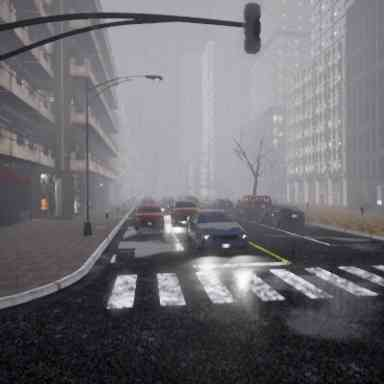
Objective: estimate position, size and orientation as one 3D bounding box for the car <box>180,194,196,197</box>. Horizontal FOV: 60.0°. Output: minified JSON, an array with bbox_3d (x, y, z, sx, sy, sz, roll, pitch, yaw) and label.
[{"bbox_3d":[-0.171,1.272,45.134,1.882,1.535,5.008,0,0,-7],"label":"car"}]

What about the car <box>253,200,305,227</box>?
[{"bbox_3d":[5.710,1.432,21.446,1.947,1.339,4.313,0,0,-8],"label":"car"}]

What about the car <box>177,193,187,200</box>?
[{"bbox_3d":[-2.444,1.104,81.647,1.967,1.590,4.097,0,0,-8],"label":"car"}]

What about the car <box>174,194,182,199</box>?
[{"bbox_3d":[-3.927,1.186,92.594,2.008,1.369,4.403,0,0,-8],"label":"car"}]

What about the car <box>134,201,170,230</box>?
[{"bbox_3d":[-2.594,1.468,20.322,1.887,1.381,4.507,0,0,-8],"label":"car"}]

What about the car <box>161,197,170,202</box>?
[{"bbox_3d":[-1.831,1.456,33.999,1.895,1.301,4.718,0,0,-8],"label":"car"}]

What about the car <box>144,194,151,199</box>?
[{"bbox_3d":[-12.232,1.237,91.470,1.887,1.381,4.507,0,0,-8],"label":"car"}]

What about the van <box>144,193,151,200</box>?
[{"bbox_3d":[-11.491,1.048,85.996,1.690,1.788,3.998,0,0,-8],"label":"van"}]

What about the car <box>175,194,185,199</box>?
[{"bbox_3d":[-3.185,1.201,87.121,2.008,1.369,4.403,0,0,-8],"label":"car"}]

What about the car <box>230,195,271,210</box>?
[{"bbox_3d":[4.969,1.160,26.918,2.192,1.841,5.009,0,0,-8],"label":"car"}]

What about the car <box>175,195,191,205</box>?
[{"bbox_3d":[-1.581,1.307,55.207,2.033,1.411,5.357,0,0,-8],"label":"car"}]

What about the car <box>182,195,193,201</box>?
[{"bbox_3d":[-0.962,1.260,70.702,1.947,1.339,4.313,0,0,-8],"label":"car"}]

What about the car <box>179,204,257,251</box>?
[{"bbox_3d":[0.837,1.479,14.247,2.033,1.411,5.357,0,0,-8],"label":"car"}]

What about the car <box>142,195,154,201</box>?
[{"bbox_3d":[-4.818,1.406,36.740,1.887,1.381,4.507,0,0,-8],"label":"car"}]

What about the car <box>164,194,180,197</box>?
[{"bbox_3d":[-3.188,1.309,44.310,2.128,1.511,4.902,0,0,-7],"label":"car"}]

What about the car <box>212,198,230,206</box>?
[{"bbox_3d":[3.486,1.370,37.864,1.947,1.339,4.313,0,0,-8],"label":"car"}]

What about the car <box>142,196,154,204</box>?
[{"bbox_3d":[-7.784,1.350,58.632,1.947,1.339,4.313,0,0,-8],"label":"car"}]

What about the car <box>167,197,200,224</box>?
[{"bbox_3d":[-0.500,1.370,24.131,1.882,1.535,5.008,0,0,-8],"label":"car"}]
